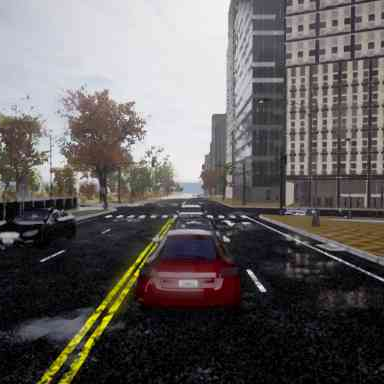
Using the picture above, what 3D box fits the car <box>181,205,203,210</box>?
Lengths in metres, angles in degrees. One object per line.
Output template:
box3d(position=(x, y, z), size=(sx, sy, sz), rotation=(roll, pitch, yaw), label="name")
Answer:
box3d(position=(-0.008, 1.542, 21.283), size=(2.033, 1.411, 5.357), rotation=(0, 0, 0), label="car")

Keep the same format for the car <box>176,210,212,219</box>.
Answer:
box3d(position=(0.074, 1.596, 13.043), size=(1.895, 1.301, 4.718), rotation=(0, 0, 0), label="car")

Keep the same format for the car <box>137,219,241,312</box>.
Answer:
box3d(position=(-0.023, 1.560, 7.795), size=(1.994, 1.385, 4.181), rotation=(0, 0, 1), label="car")

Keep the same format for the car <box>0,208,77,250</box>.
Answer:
box3d(position=(-6.544, 1.487, 14.336), size=(2.128, 1.511, 4.902), rotation=(0, 0, 1), label="car")
